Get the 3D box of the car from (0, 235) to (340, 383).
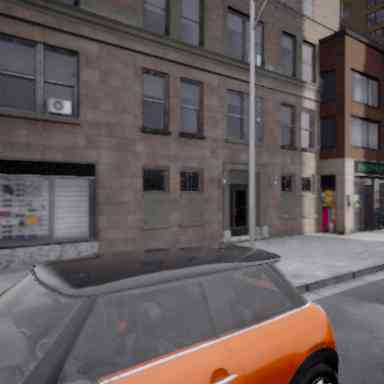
[{"bbox_3d":[-0.816,1.353,2.745,4.553,1.767,2.097,0,0,-36],"label":"car"}]
